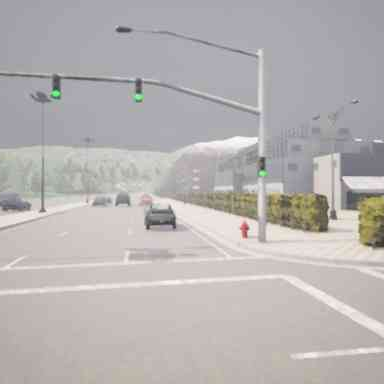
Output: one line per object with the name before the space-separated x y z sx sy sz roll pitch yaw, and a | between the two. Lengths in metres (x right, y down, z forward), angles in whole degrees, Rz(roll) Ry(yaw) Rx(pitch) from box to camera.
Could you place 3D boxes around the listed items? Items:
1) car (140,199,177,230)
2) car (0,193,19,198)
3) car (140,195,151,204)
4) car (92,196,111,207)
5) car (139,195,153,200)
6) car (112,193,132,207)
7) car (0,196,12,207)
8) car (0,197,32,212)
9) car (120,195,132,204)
car | -2.061 1.461 21.077 2.128 1.511 4.902 0 0 -9
car | -24.653 1.177 44.206 2.150 2.045 5.566 0 0 -9
car | -8.672 1.416 61.794 1.837 1.490 4.892 0 0 -9
car | -13.963 1.481 50.517 2.033 1.411 5.357 0 0 -9
car | -7.093 1.277 51.888 2.097 1.767 4.553 0 0 -9
car | -10.446 1.152 50.685 2.150 2.045 5.566 0 0 -9
car | -29.038 1.442 49.668 2.128 1.511 4.902 0 0 -9
car | -20.249 1.559 38.656 1.895 1.301 4.718 0 0 -9
car | -12.128 1.393 61.241 1.882 1.535 5.008 0 0 -9
